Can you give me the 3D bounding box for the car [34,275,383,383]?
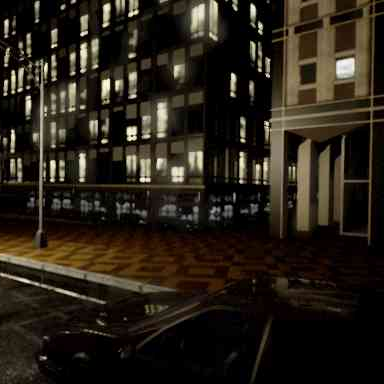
[{"bbox_3d":[0.808,1.554,2.986,5.357,1.411,2.033,0,0,35],"label":"car"}]
